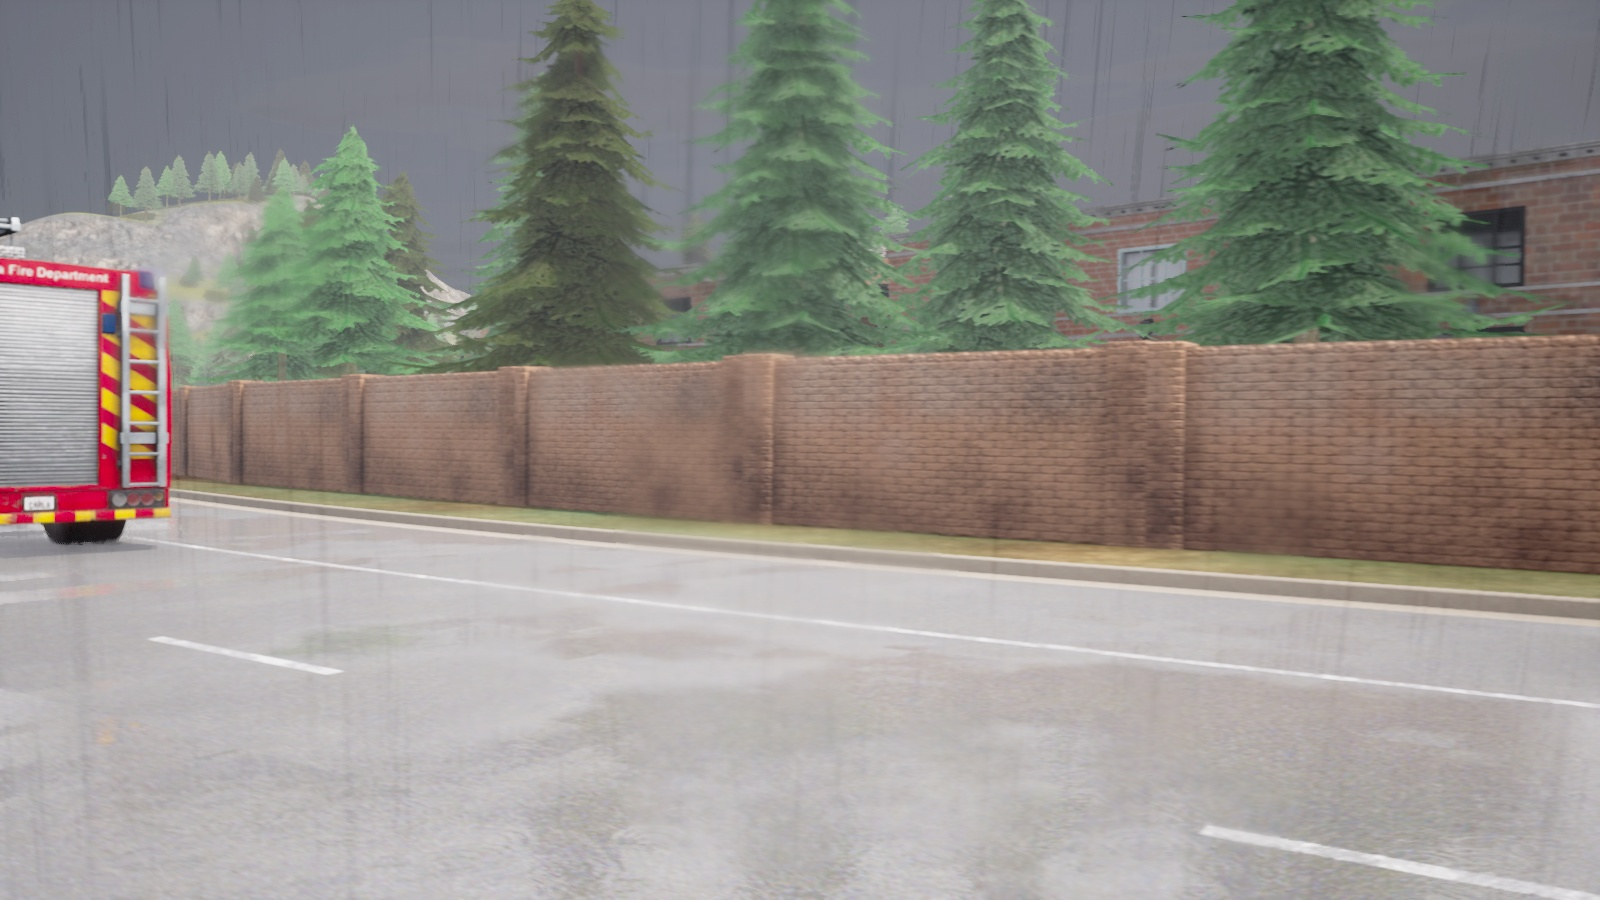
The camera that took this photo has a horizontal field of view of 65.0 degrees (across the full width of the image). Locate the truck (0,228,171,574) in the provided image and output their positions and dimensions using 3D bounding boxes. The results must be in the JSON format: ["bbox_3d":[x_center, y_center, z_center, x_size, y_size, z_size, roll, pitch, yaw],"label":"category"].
[{"bbox_3d":[-11.772,-0.558,16.926,8.468,3.827,2.891,0,1,42],"label":"truck"}]
